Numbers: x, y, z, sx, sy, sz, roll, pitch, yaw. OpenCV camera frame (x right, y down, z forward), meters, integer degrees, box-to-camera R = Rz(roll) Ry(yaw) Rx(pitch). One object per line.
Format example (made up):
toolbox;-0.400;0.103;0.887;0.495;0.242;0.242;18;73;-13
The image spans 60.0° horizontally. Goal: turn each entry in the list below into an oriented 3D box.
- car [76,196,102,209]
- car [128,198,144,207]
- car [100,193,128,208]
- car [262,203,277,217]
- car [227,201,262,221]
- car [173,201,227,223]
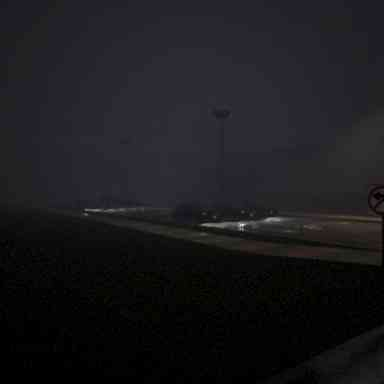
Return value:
car;-14.451;1.583;45.856;1.895;1.301;4.718;0;0;-35
car;-8.944;1.573;50.190;1.895;1.301;4.718;0;0;-35
car;-11.694;1.201;48.018;2.150;2.045;5.566;0;0;-35
car;5.627;1.536;30.035;1.994;1.385;4.181;0;0;-36
car;3.203;1.502;27.453;1.812;1.442;4.674;0;0;-36
car;0.260;1.507;25.548;1.812;1.442;4.674;0;0;-36
